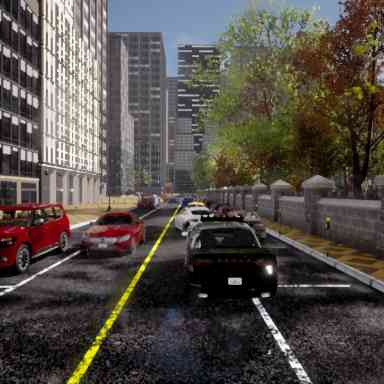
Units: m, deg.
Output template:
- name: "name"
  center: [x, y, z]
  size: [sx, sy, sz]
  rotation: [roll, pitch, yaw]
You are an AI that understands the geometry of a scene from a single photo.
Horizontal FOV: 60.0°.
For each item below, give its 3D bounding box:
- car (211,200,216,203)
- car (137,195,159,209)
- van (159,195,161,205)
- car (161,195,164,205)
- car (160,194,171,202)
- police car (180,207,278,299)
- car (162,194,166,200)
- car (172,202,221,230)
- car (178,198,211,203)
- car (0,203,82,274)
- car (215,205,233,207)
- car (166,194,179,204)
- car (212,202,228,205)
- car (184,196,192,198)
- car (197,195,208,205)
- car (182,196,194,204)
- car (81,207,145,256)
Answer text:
- name: "car"
  center: [2.273, 1.561, 27.285]
  size: [1.947, 1.339, 4.313]
  rotation: [0, 0, -1]
- name: "car"
  center: [-5.955, 1.304, 43.936]
  size: [2.192, 1.841, 5.009]
  rotation: [0, 0, -1]
- name: "van"
  center: [-6.022, 1.327, 49.476]
  size: [1.690, 1.788, 3.998]
  rotation: [0, 0, -1]
- name: "car"
  center: [-6.089, 1.564, 55.017]
  size: [1.802, 1.307, 4.206]
  rotation: [0, 0, -1]
- name: "car"
  center: [-6.214, 1.282, 77.180]
  size: [2.192, 1.841, 5.009]
  rotation: [0, 0, -1]
- name: "police car"
  center: [0.757, 1.424, 8.647]
  size: [1.930, 1.638, 5.238]
  rotation: [0, 0, -1]
- name: "car"
  center: [-6.155, 1.504, 60.387]
  size: [1.752, 1.417, 4.829]
  rotation: [0, 0, -1]
- name: "car"
  center: [0.171, 1.523, 18.328]
  size: [1.812, 1.442, 4.674]
  rotation: [0, 0, -13]
- name: "car"
  center: [0.312, 1.452, 24.760]
  size: [1.801, 1.575, 5.366]
  rotation: [0, 0, 4]
- name: "car"
  center: [-5.552, 1.314, 10.689]
  size: [2.192, 1.841, 5.009]
  rotation: [0, 0, -1]
- name: "car"
  center: [2.409, 1.548, 16.186]
  size: [2.008, 1.369, 4.403]
  rotation: [0, 0, -1]
- name: "car"
  center: [-3.466, 1.541, 62.113]
  size: [1.994, 1.385, 4.181]
  rotation: [0, 0, -1]
- name: "car"
  center: [2.341, 1.578, 21.736]
  size: [1.802, 1.307, 4.206]
  rotation: [0, 0, -1]
- name: "car"
  center: [-0.483, 1.465, 45.857]
  size: [1.882, 1.535, 5.008]
  rotation: [0, 0, 0]
- name: "car"
  center: [1.868, 1.418, 60.582]
  size: [1.967, 1.590, 4.097]
  rotation: [0, 0, -1]
- name: "car"
  center: [-0.735, 1.468, 63.931]
  size: [2.128, 1.511, 4.902]
  rotation: [0, 0, -1]
- name: "car"
  center: [-2.974, 1.524, 13.323]
  size: [1.812, 1.442, 4.674]
  rotation: [0, 0, -1]
